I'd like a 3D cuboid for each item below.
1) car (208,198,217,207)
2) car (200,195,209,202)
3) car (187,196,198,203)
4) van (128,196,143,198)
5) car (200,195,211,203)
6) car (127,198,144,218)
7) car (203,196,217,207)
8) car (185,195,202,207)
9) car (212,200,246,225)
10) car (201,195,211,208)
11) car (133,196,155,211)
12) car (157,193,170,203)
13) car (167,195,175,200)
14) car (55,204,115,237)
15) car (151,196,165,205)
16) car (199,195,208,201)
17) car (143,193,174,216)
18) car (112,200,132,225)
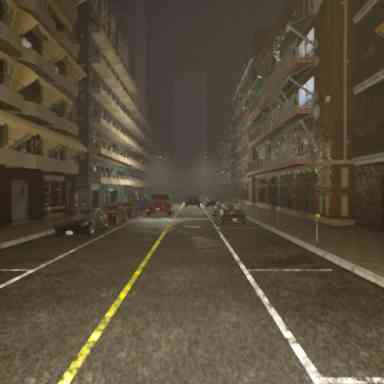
[{"bbox_3d":[2.692,1.484,28.666,2.008,1.369,4.403,-1,0,0],"label":"car"},{"bbox_3d":[2.705,1.395,72.853,2.008,1.369,4.403,-1,0,0],"label":"car"},{"bbox_3d":[0.120,1.426,63.600,1.994,1.385,4.181,0,0,0],"label":"car"},{"bbox_3d":[-5.690,1.263,34.205,1.690,1.788,3.998,-1,0,0],"label":"van"},{"bbox_3d":[2.703,1.399,67.329,1.887,1.381,4.507,-1,0,0],"label":"car"},{"bbox_3d":[-5.690,1.478,28.682,1.887,1.381,4.507,-1,0,0],"label":"car"},{"bbox_3d":[2.698,1.412,50.930,1.752,1.417,4.829,-1,0,0],"label":"car"},{"bbox_3d":[0.115,1.244,48.742,2.097,1.767,4.553,0,0,0],"label":"car"},{"bbox_3d":[2.690,1.496,23.142,2.008,1.369,4.403,-1,0,0],"label":"car"},{"bbox_3d":[2.696,1.449,45.236,2.008,1.369,4.403,-1,0,0],"label":"car"},{"bbox_3d":[-5.687,1.350,39.728,1.967,1.590,4.097,-1,0,0],"label":"car"},{"bbox_3d":[-5.681,1.170,67.345,2.192,1.841,5.009,-1,0,0],"label":"car"},{"bbox_3d":[-5.671,1.397,89.440,1.802,1.307,4.206,-1,0,0],"label":"car"},{"bbox_3d":[-5.692,1.524,17.634,1.947,1.339,4.313,0,0,0],"label":"car"},{"bbox_3d":[-5.682,1.442,56.299,1.947,1.339,4.313,-1,0,0],"label":"car"},{"bbox_3d":[2.706,1.359,78.546,1.752,1.417,4.829,-1,0,0],"label":"car"},{"bbox_3d":[-2.993,1.145,31.796,2.150,2.045,5.566,0,0,0],"label":"car"},{"bbox_3d":[-5.691,1.491,23.158,1.887,1.381,4.507,-1,0,0],"label":"car"}]
